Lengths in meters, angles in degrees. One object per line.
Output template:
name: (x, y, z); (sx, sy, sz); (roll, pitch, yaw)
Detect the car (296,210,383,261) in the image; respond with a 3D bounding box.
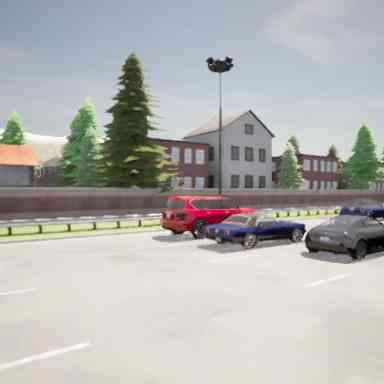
car: (6.154, 1.567, 12.474); (4.181, 1.385, 1.994); (0, 0, -35)

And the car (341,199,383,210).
car: (13.961, 1.358, 26.648); (4.553, 1.767, 2.097); (0, 0, -35)

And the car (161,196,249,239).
car: (1.074, 1.226, 17.457); (5.566, 2.045, 2.150); (0, 0, -35)

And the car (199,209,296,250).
car: (2.860, 1.604, 14.435); (4.718, 1.301, 1.895); (0, 0, -35)
